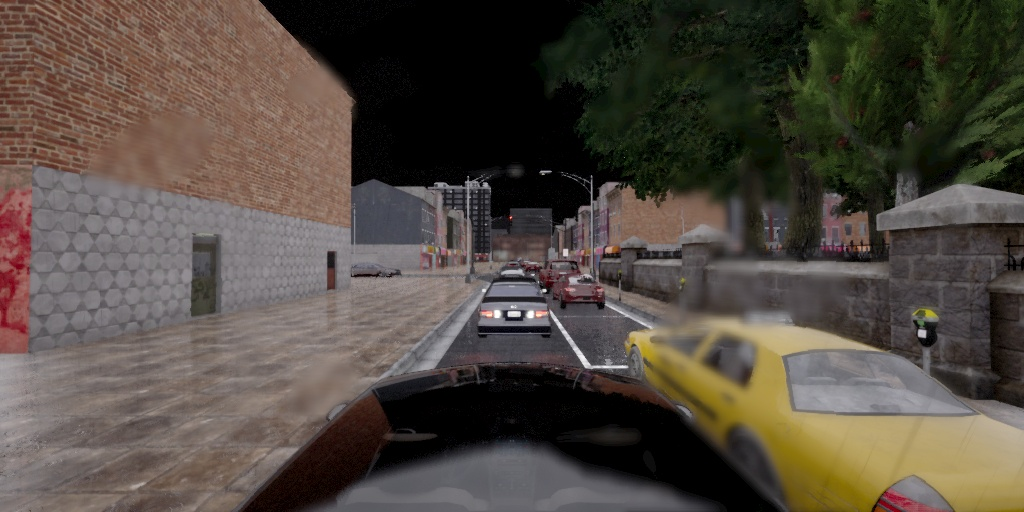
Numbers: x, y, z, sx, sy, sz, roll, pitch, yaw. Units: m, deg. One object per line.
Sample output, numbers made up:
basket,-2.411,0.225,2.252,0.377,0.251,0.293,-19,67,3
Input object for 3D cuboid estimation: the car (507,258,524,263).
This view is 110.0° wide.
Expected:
car,0.129,1.310,44.640,1.837,1.490,4.892,0,0,0

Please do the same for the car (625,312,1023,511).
car,2.639,1.276,3.988,1.751,1.417,4.829,0,0,0

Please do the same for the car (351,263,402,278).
car,-12.652,1.289,31.716,5.357,1.411,2.033,0,-1,-1

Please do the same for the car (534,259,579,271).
car,2.628,1.076,20.165,2.192,1.841,5.009,0,0,0

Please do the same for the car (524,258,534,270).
car,2.610,1.356,46.594,1.888,1.381,4.507,0,0,0

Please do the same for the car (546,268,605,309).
car,2.632,1.338,14.716,1.802,1.307,4.207,0,0,0

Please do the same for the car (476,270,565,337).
car,0.062,1.300,10.234,2.033,1.411,5.357,0,0,0

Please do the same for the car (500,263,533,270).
car,0.014,1.287,19.946,1.812,1.442,4.674,0,0,1
